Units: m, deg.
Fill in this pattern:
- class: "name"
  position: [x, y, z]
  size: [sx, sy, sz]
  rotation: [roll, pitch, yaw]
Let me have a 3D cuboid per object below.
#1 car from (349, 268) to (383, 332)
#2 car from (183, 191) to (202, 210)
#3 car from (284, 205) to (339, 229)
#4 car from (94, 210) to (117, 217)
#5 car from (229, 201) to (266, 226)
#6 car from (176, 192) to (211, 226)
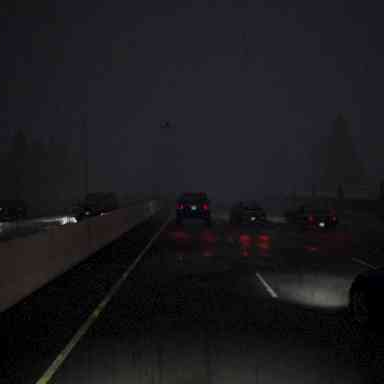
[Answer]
- class: "car"
  position: [3.601, 1.500, 3.774]
  size: [1.812, 1.442, 4.674]
  rotation: [0, 0, 0]
- class: "car"
  position: [0.053, 0.961, 40.222]
  size: [2.150, 2.045, 5.566]
  rotation: [0, 0, -1]
- class: "car"
  position: [7.104, 1.468, 20.394]
  size: [1.895, 1.301, 4.718]
  rotation: [0, 0, 0]
- class: "car"
  position: [-7.086, 1.056, 25.275]
  size: [2.150, 2.045, 5.566]
  rotation: [0, 0, 0]
- class: "car"
  position: [3.604, 1.348, 22.015]
  size: [2.128, 1.511, 4.902]
  rotation: [0, 0, 0]
- class: "car"
  position: [0.103, 1.070, 22.128]
  size: [2.150, 2.045, 5.566]
  rotation: [0, -1, 0]
